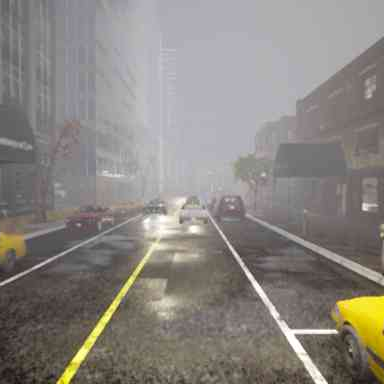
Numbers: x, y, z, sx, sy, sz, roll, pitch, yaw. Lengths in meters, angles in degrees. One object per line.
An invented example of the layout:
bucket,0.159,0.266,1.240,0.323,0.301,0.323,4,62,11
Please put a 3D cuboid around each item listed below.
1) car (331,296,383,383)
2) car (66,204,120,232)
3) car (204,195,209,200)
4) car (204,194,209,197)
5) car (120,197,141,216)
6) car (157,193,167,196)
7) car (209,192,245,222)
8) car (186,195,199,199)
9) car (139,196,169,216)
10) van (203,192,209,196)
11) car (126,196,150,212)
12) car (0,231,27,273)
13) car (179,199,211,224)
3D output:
car,2.679,1.504,2.552,1.752,1.417,4.829,-1,0,0
car,-5.700,1.391,18.997,1.887,1.381,4.507,-1,0,0
car,2.682,1.279,35.589,1.947,1.339,4.313,-1,0,0
car,2.682,1.250,41.123,1.802,1.307,4.206,-1,0,0
car,-5.700,1.284,29.896,1.752,1.417,4.829,-1,0,0
car,-5.698,0.931,63.274,1.967,1.590,4.097,-1,0,0
car,2.677,1.117,24.519,2.192,1.841,5.009,-1,0,0
car,0.103,1.159,45.444,1.812,1.442,4.674,0,0,0
car,-3.088,1.331,28.824,1.994,1.385,4.181,0,0,0
van,2.680,0.921,52.189,1.690,1.788,3.998,-1,0,0
car,-5.699,1.240,35.431,1.752,1.417,4.829,-1,0,0
car,-5.701,1.462,7.758,1.752,1.417,4.829,-1,0,0
car,0.103,1.413,23.259,1.895,1.301,4.718,0,0,0
